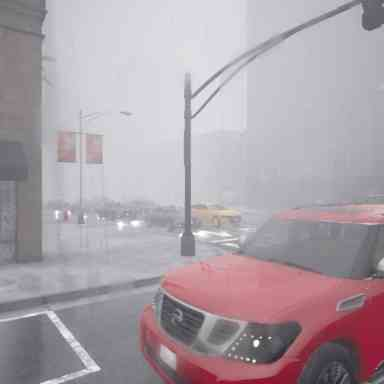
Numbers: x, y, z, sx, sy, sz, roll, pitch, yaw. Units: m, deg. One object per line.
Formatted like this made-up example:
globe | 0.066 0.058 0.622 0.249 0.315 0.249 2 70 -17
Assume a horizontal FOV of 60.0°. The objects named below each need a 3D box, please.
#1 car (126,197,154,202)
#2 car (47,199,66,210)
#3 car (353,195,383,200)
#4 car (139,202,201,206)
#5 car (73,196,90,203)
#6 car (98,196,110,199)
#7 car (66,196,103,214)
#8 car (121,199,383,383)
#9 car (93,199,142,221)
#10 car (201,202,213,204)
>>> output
car | -4.273 1.464 30.198 1.837 1.490 4.892 0 0 -36
car | -17.064 1.538 42.452 1.895 1.301 4.718 0 0 -35
car | 11.029 1.202 20.427 2.150 2.045 5.566 0 0 -36
car | -1.232 1.542 20.419 1.994 1.385 4.181 0 0 -36
car | -22.053 1.452 66.325 1.994 1.385 4.181 0 0 -36
car | -10.260 1.295 38.523 2.097 1.767 4.553 0 0 -36
car | -11.079 1.478 34.102 1.812 1.442 4.674 0 0 -36
car | 2.087 1.222 4.692 5.566 2.045 2.150 0 0 -33
car | -6.153 1.529 27.236 1.994 1.385 4.181 0 0 -37
car | 1.276 1.451 22.499 1.882 1.535 5.008 0 0 -35
